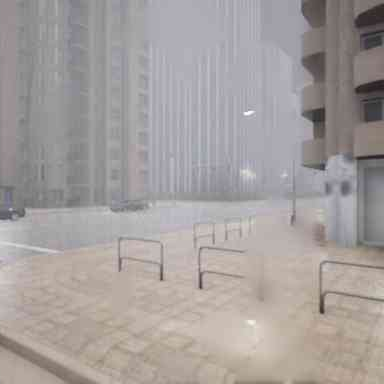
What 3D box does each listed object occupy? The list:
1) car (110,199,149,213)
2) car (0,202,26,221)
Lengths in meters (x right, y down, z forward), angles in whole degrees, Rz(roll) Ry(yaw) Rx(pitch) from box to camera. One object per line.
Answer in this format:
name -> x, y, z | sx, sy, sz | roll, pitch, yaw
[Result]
car -> -6.837, 1.507, 36.657 | 1.837, 1.490, 4.892 | 0, 0, 35
car -> -15.054, 1.508, 24.832 | 1.837, 1.490, 4.892 | 0, 0, 36
